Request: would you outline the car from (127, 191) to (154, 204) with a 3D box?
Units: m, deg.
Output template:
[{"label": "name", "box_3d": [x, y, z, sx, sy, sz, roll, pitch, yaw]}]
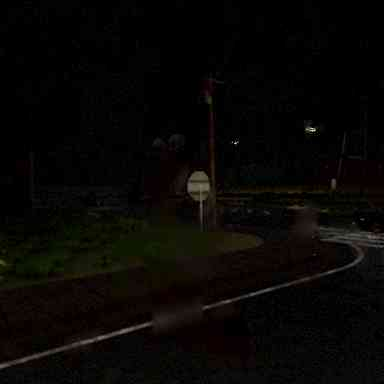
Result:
[{"label": "car", "box_3d": [-7.552, 0.802, 48.787, 3.866, 1.878, 1.905, -2, 1, -36]}]

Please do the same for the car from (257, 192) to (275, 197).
[{"label": "car", "box_3d": [10.549, 0.697, 46.821, 3.905, 1.438, 1.784, -2, 1, -36]}]

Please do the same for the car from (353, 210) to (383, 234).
[{"label": "car", "box_3d": [9.965, 1.175, 15.246, 4.674, 1.442, 1.812, -1, 3, 15]}]

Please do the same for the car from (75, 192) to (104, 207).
[{"label": "car", "box_3d": [-13.025, 1.158, 43.342, 2.128, 1.511, 4.902, -2, 1, -36]}]

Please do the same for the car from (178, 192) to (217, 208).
[{"label": "car", "box_3d": [0.883, 0.978, 38.253, 4.193, 1.474, 1.816, -2, 1, -36]}]

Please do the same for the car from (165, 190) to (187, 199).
[{"label": "car", "box_3d": [-2.892, 0.497, 64.840, 4.605, 1.855, 1.932, -2, 1, -36]}]
